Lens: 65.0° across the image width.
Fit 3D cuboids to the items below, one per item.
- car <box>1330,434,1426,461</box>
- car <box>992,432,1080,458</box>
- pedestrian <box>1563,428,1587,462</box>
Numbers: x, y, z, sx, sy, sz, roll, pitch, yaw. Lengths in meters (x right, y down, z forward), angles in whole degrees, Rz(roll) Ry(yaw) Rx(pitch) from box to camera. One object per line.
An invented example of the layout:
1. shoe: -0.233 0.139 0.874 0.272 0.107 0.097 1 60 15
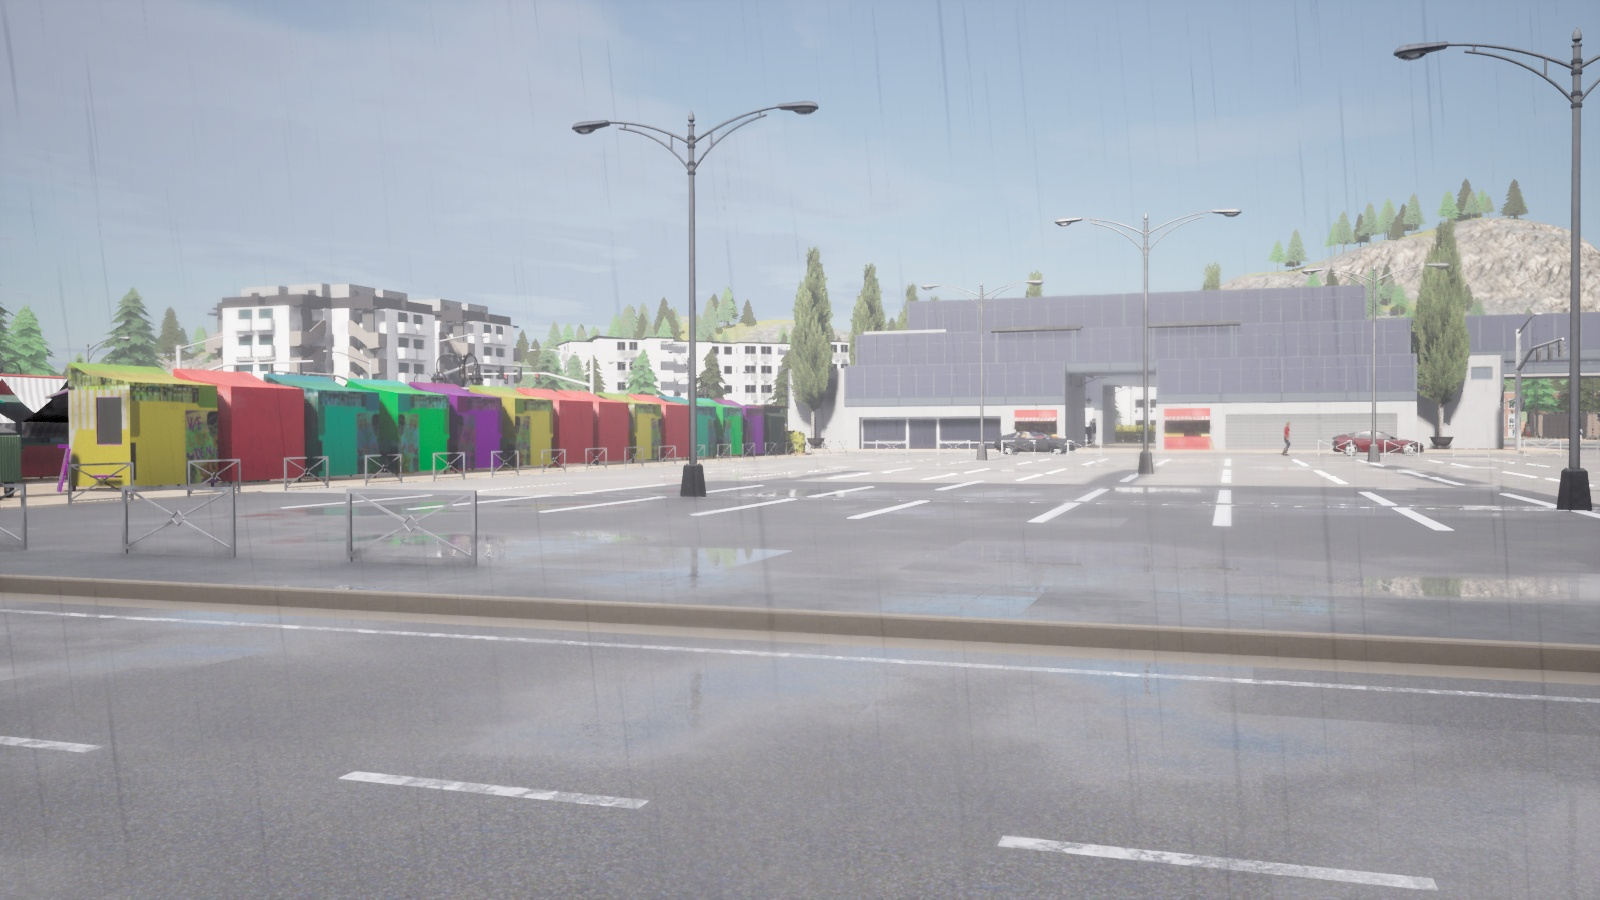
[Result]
1. car: 32.991 -0.145 71.838 4.792 1.488 2.163 1 1 20
2. car: 14.126 -0.311 75.123 4.902 1.511 2.128 1 1 20
3. pedestrian: 42.595 -0.283 69.049 0.874 1.855 0.900 0 1 16
